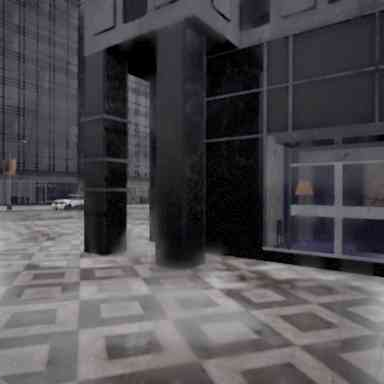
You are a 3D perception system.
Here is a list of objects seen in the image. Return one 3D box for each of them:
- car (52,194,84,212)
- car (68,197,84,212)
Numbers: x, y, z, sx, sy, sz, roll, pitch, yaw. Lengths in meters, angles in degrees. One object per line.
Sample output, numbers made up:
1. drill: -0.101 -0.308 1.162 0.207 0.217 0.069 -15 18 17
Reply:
1. car: -14.293 1.297 40.865 2.150 2.045 5.566 0 -1 35
2. car: -11.373 1.646 39.361 2.033 1.411 5.357 0 -1 36
